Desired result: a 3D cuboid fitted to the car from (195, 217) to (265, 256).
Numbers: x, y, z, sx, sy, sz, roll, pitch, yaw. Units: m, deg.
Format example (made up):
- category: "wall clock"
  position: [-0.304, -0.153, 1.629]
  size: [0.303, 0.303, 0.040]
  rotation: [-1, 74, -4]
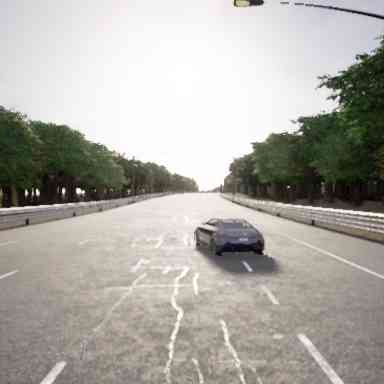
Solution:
- category: "car"
  position: [1.429, 1.722, 14.007]
  size: [1.994, 1.385, 4.181]
  rotation: [0, -1, -13]
